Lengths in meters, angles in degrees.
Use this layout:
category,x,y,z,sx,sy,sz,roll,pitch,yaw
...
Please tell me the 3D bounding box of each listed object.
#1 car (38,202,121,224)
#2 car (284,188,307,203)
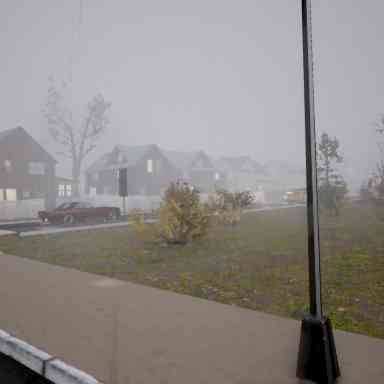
category,x,y,z,sx,sy,sz,roll,pitch,yaw
car,-6.740,1.252,20.469,1.895,1.301,4.718,-2,-1,43
car,13.950,0.593,42.280,1.882,1.535,5.008,-2,-1,44
